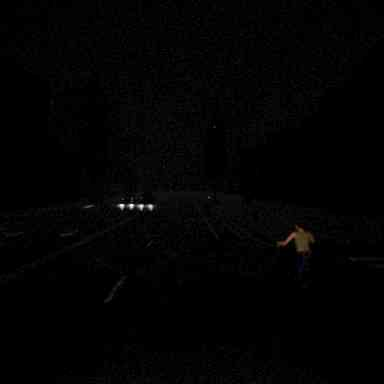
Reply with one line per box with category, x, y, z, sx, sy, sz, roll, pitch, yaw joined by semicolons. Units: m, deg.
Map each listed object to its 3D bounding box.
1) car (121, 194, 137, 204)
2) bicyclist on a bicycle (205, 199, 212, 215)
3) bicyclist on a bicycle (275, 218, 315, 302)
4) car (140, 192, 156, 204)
car;-10.696;1.094;56.642;2.097;1.767;4.553;0;1;-1
bicyclist on a bicycle;1.674;1.484;34.005;0.866;1.612;1.509;0;1;-1
bicyclist on a bicycle;2.235;1.346;7.005;0.866;1.612;1.509;-1;0;-1
car;-7.445;0.977;56.633;2.150;2.045;5.566;0;1;-1
